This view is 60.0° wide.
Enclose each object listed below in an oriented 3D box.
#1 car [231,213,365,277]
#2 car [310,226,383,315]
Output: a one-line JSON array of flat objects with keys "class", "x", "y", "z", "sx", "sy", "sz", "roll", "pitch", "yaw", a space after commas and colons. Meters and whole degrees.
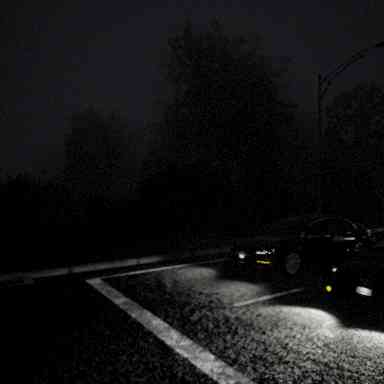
[{"class": "car", "x": 3.414, "y": 1.432, "z": 10.111, "sx": 4.892, "sy": 1.490, "sz": 1.837, "roll": -1, "pitch": 1, "yaw": -31}, {"class": "car", "x": 4.682, "y": 1.510, "z": 6.796, "sx": 4.181, "sy": 1.385, "sz": 1.994, "roll": -1, "pitch": 1, "yaw": -31}]
